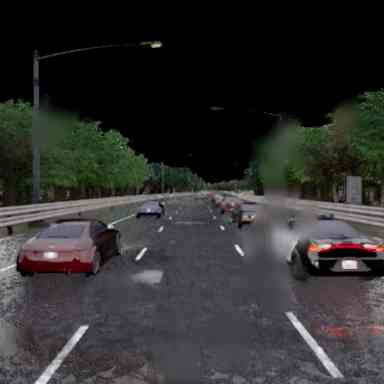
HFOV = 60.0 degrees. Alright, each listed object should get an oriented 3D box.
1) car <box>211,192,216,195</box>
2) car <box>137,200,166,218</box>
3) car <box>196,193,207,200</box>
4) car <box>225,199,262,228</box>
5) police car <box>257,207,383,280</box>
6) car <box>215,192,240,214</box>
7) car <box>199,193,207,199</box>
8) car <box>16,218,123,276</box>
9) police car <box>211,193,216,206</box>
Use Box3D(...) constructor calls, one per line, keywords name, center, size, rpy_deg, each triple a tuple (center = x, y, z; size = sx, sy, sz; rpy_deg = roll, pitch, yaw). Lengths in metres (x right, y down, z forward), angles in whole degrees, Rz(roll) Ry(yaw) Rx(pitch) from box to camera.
Box3D(name="car", center=(4.287, 1.173, 53.465), size=(2.163, 1.488, 4.792), rpy_deg=(0, 0, 2))
Box3D(name="car", center=(-3.294, 1.351, 27.432), size=(1.994, 1.385, 4.181), rpy_deg=(0, 0, 1))
Box3D(name="car", center=(1.758, 1.059, 73.299), size=(2.033, 1.411, 5.357), rpy_deg=(0, 0, 4))
Box3D(name="car", center=(3.521, 1.379, 20.731), size=(2.033, 1.411, 5.357), rpy_deg=(0, 0, 0))
Box3D(name="police car", center=(3.498, 1.418, 9.790), size=(2.038, 1.542, 4.974), rpy_deg=(0, 0, 0))
Box3D(name="car", center=(3.655, 1.115, 31.603), size=(2.097, 1.767, 4.553), rpy_deg=(0, 0, 1))
Box3D(name="car", center=(3.136, 1.037, 93.127), size=(2.128, 1.511, 4.902), rpy_deg=(0, 0, 5))
Box3D(name="car", center=(-3.401, 1.475, 10.012), size=(1.994, 1.385, 4.181), rpy_deg=(0, 0, 0))
Box3D(name="police car", center=(3.911, 1.213, 42.537), size=(2.038, 1.542, 4.974), rpy_deg=(0, 0, 2))
